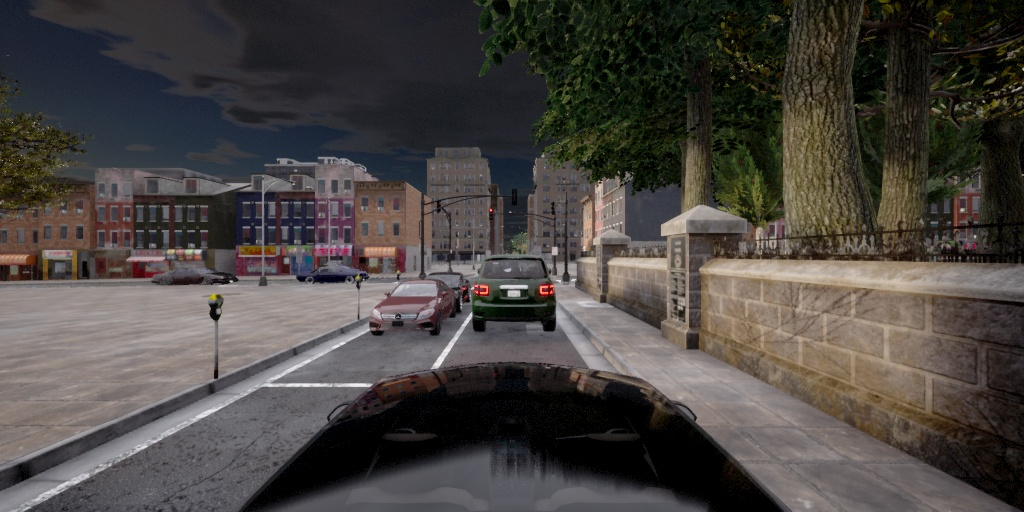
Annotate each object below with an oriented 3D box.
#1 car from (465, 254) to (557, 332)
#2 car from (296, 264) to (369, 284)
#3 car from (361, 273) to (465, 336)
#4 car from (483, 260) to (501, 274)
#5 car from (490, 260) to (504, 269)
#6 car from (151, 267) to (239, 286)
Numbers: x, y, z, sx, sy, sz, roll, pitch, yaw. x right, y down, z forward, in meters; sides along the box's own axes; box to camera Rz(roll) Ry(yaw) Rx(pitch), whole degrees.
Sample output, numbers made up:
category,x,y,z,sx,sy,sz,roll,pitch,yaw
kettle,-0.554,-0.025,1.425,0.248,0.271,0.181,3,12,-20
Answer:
category,x,y,z,sx,sy,sz,roll,pitch,yaw
car,0.076,0.971,11.058,2.150,2.045,5.566,0,0,1
car,-13.358,1.478,26.942,4.718,1.301,1.895,-1,0,0
car,-2.638,1.331,10.379,1.802,1.307,4.207,0,0,0
car,-2.287,1.266,42.428,1.812,1.442,4.674,0,0,0
car,-2.292,1.300,55.956,1.994,1.385,4.181,0,0,0
car,-23.734,1.556,26.908,5.357,1.411,2.033,-1,0,0
